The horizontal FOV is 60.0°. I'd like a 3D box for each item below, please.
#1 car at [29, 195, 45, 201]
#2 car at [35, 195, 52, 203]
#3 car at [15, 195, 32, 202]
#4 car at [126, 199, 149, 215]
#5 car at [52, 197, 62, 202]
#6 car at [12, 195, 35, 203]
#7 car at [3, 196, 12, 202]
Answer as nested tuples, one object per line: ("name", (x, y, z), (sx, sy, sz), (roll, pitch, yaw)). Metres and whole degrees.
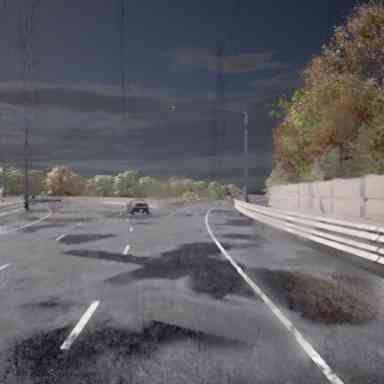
("car", (-40.072, 1.624, 86.156), (4.674, 1.442, 1.812), (0, 0, 38))
("car", (-34.819, 1.772, 76.439), (5.357, 1.411, 2.033), (0, 0, 44))
("car", (-42.361, 1.616, 83.509), (4.892, 1.490, 1.837), (0, 0, 38))
("car", (-5.695, 1.545, 34.633), (1.837, 1.490, 4.892), (0, 0, -18))
("car", (-32.832, 1.771, 79.397), (4.181, 1.385, 1.994), (0, 0, 44))
("car", (-37.769, 1.785, 74.430), (5.357, 1.411, 2.033), (0, 0, 44))
("car", (-41.779, 1.820, 78.297), (5.357, 1.411, 2.033), (0, 0, 41))
